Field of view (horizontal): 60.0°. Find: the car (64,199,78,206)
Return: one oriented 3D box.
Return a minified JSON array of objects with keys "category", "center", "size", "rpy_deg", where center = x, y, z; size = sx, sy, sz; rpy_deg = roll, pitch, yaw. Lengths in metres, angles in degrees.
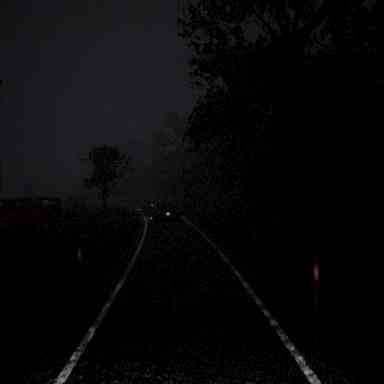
[{"category":"car","center":[-25.875,2.267,71.075],"size":[2.231,1.521,4.892],"rpy_deg":[-1,-1,-27]}]

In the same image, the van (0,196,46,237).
[{"category":"van","center":[-9.704,1.275,17.750],"size":[1.878,1.987,4.442],"rpy_deg":[1,-1,-6]}]

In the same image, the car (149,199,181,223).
[{"category":"car","center":[-1.952,1.492,24.980],"size":[1.994,1.385,4.181],"rpy_deg":[0,0,-8]}]

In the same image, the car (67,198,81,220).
[{"category":"car","center":[-11.329,1.585,28.738],"size":[1.946,1.575,5.366],"rpy_deg":[2,-1,-9]}]

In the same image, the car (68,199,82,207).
[{"category":"car","center":[-23.102,2.150,65.389],"size":[2.097,1.535,5.008],"rpy_deg":[-1,-1,-25]}]

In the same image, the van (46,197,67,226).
[{"category":"van","center":[-10.409,1.315,23.299],"size":[1.878,1.987,4.442],"rpy_deg":[2,-1,-11]}]

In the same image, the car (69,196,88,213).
[{"category":"car","center":[-13.795,1.474,39.808],"size":[2.435,2.045,5.566],"rpy_deg":[2,-2,-15]}]

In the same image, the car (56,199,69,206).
[{"category":"car","center":[-31.763,2.542,81.461],"size":[2.002,1.452,4.674],"rpy_deg":[-1,-1,-31]}]

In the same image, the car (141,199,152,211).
[{"category":"car","center":[-5.193,1.549,41.259],"size":[1.994,1.385,4.181],"rpy_deg":[-1,0,-14]}]

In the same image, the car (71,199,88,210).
[{"category":"car","center":[-17.053,1.894,50.535],"size":[2.231,1.521,4.892],"rpy_deg":[2,-2,-18]}]

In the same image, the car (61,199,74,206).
[{"category":"car","center":[-28.607,2.389,76.087],"size":[2.097,1.535,5.008],"rpy_deg":[-1,-1,-29]}]

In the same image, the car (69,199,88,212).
[{"category":"car","center":[-15.338,1.809,45.213],"size":[2.231,1.521,4.892],"rpy_deg":[2,-2,-17]}]
